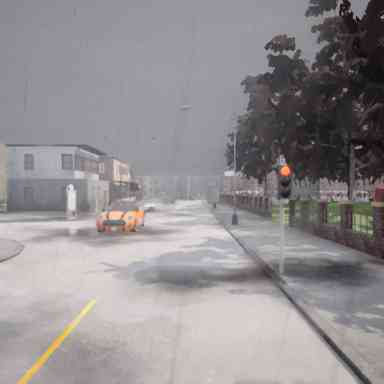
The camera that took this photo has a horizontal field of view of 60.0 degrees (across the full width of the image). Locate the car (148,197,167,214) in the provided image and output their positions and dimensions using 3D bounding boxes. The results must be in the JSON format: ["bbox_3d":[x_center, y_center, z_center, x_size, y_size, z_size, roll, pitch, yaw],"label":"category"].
[{"bbox_3d":[-4.049,1.517,35.891,1.812,1.442,4.674,0,0,0],"label":"car"}]

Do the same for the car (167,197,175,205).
[{"bbox_3d":[-4.016,1.533,60.109,2.033,1.411,5.357,0,0,0],"label":"car"}]

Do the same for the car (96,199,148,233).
[{"bbox_3d":[-4.083,1.347,19.616,2.097,1.767,4.553,0,0,0],"label":"car"}]
